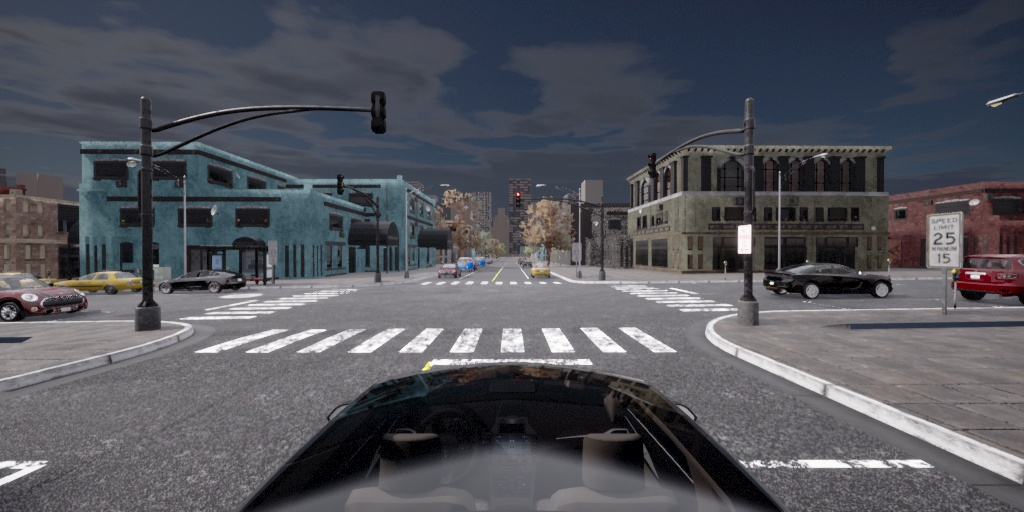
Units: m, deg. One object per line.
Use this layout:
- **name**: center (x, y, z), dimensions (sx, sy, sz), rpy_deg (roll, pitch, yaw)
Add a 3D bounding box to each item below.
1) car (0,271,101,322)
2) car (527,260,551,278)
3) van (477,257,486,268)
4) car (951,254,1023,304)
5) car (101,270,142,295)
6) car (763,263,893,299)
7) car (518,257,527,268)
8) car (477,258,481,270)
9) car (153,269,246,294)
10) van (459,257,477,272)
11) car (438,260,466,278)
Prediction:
- **car**: center (-18.091, 1.423, 12.912), dimensions (4.097, 1.591, 1.967), rpy_deg (0, 0, -1)
- **car**: center (2.631, 1.269, 33.655), dimensions (1.751, 1.417, 4.829), rpy_deg (0, 0, 0)
- **van**: center (-5.803, 1.078, 61.200), dimensions (1.690, 1.789, 3.998), rpy_deg (0, 0, 0)
- **car**: center (19.925, 0.842, 13.634), dimensions (5.009, 1.841, 2.192), rpy_deg (0, 0, -1)
- **car**: center (-24.050, 1.501, 21.142), dimensions (4.829, 1.417, 1.751), rpy_deg (0, 0, -1)
- **car**: center (14.178, 1.050, 16.204), dimensions (5.008, 1.535, 1.882), rpy_deg (-1, 1, -1)
- **car**: center (2.578, 1.288, 61.217), dimensions (2.007, 1.370, 4.403), rpy_deg (0, 0, 0)
- **car**: center (-5.782, 1.285, 50.108), dimensions (1.888, 1.381, 4.507), rpy_deg (0, 0, 0)
- **car**: center (-18.227, 1.474, 21.258), dimensions (4.313, 1.339, 1.948), rpy_deg (0, 0, -1)
- **van**: center (-5.770, 1.082, 44.561), dimensions (1.690, 1.789, 3.998), rpy_deg (0, 0, 0)
- **car**: center (-5.748, 1.326, 33.469), dimensions (1.802, 1.307, 4.207), rpy_deg (0, 0, 0)
